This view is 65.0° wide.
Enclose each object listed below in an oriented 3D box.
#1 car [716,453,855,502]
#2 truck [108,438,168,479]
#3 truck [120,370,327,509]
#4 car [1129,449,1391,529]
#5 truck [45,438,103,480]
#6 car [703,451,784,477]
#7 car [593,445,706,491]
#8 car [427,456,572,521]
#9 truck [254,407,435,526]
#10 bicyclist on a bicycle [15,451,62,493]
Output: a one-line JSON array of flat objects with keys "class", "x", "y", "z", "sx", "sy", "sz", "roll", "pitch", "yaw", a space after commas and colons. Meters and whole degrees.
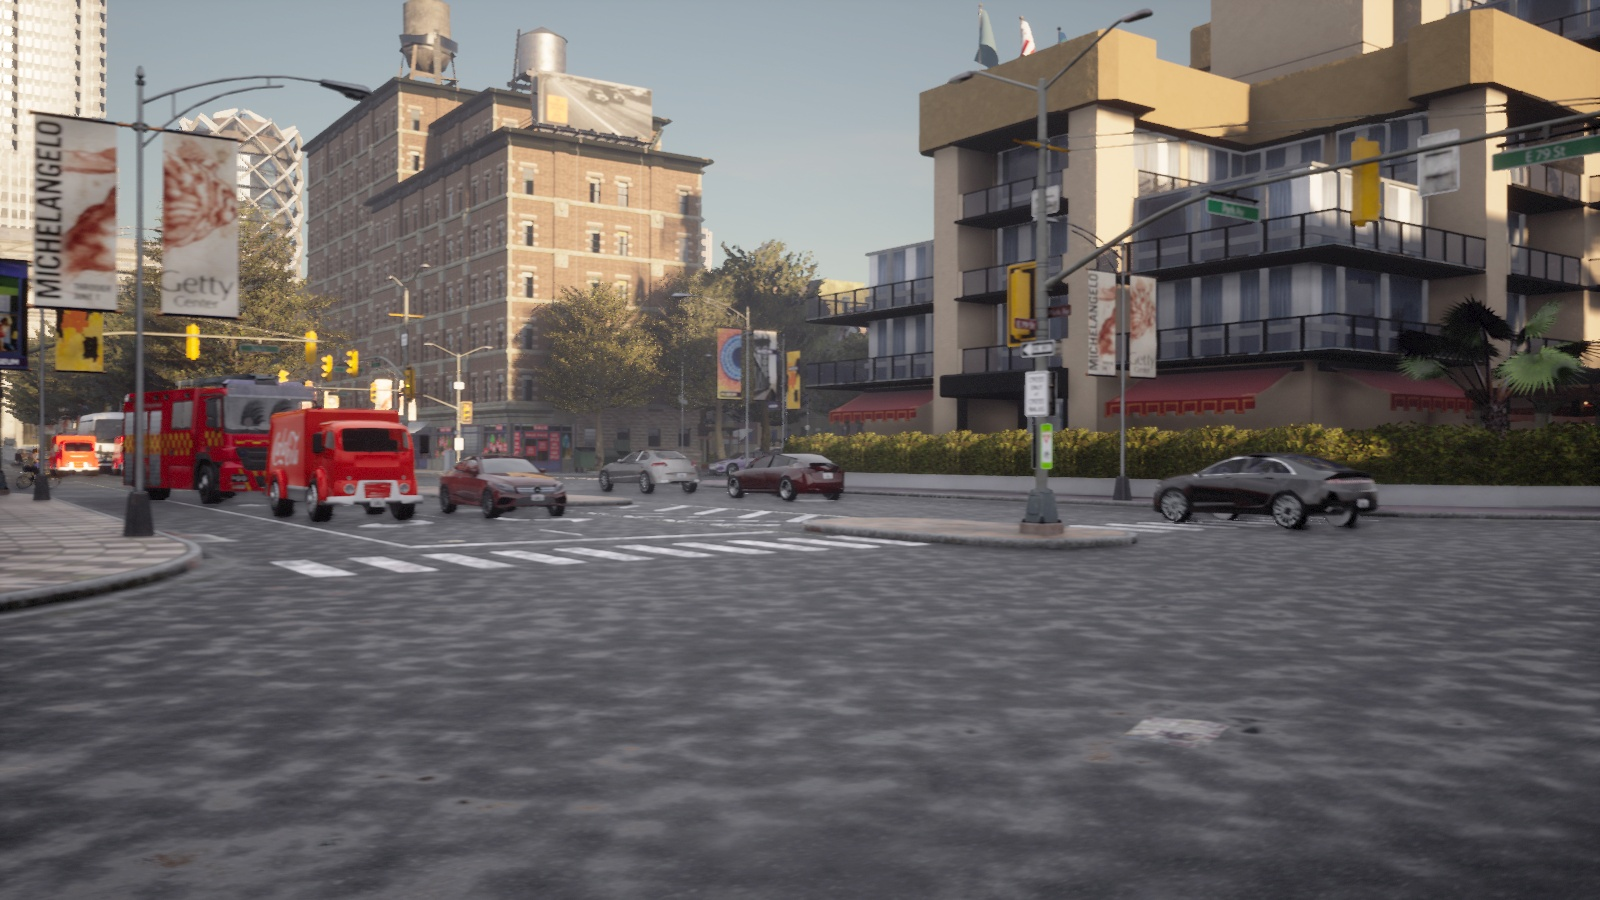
[{"class": "car", "x": -0.535, "y": 0.845, "z": 40.660, "sx": 2.163, "sy": 1.488, "sz": 4.792, "roll": 0, "pitch": 0, "yaw": -35}, {"class": "truck", "x": -41.313, "y": 0.537, "z": 78.313, "sx": 2.627, "sy": 2.467, "sz": 5.204, "roll": 0, "pitch": 0, "yaw": -35}, {"class": "truck", "x": -17.866, "y": -0.287, "z": 38.562, "sx": 8.468, "sy": 3.827, "sz": 2.891, "roll": 0, "pitch": 0, "yaw": 44}, {"class": "car", "x": 9.527, "y": 0.746, "z": 26.415, "sx": 2.128, "sy": 1.511, "sz": 4.902, "roll": 0, "pitch": 0, "yaw": -32}, {"class": "truck", "x": -44.147, "y": 0.538, "z": 76.306, "sx": 2.627, "sy": 2.467, "sz": 5.204, "roll": 0, "pitch": 0, "yaw": -35}, {"class": "car", "x": -3.636, "y": 0.881, "z": 81.075, "sx": 4.856, "sy": 1.649, "sz": 2.033, "roll": 0, "pitch": 0, "yaw": -36}, {"class": "car", "x": -5.838, "y": 0.654, "z": 48.085, "sx": 2.152, "sy": 1.651, "sz": 5.027, "roll": 0, "pitch": 0, "yaw": -35}, {"class": "car", "x": -7.360, "y": 0.861, "z": 30.402, "sx": 1.812, "sy": 1.442, "sz": 4.674, "roll": 0, "pitch": 0, "yaw": -35}, {"class": "truck", "x": -10.576, "y": 0.351, "z": 28.886, "sx": 2.627, "sy": 2.467, "sz": 5.204, "roll": 0, "pitch": 0, "yaw": -35}, {"class": "bicyclist on a bicycle", "x": -29.902, "y": 0.865, "z": 49.313, "sx": 1.509, "sy": 1.612, "sz": 0.866, "roll": 0, "pitch": 0, "yaw": -36}]
